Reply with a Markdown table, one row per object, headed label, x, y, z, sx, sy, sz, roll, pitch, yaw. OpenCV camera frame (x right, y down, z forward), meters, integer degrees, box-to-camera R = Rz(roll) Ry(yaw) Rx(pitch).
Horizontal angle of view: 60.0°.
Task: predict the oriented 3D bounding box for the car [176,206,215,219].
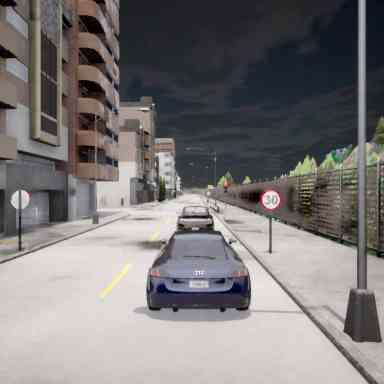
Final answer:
| label | x | y | z | sx | sy | sz | roll | pitch | yaw |
| --- | --- | --- | --- | --- | --- | --- | --- | --- | --- |
| car | 0.184 | 1.491 | 17.690 | 2.128 | 1.511 | 4.902 | 0 | 0 | 1 |

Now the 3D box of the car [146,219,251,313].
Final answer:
| label | x | y | z | sx | sy | sz | roll | pitch | yaw |
| --- | --- | --- | --- | --- | --- | --- | --- | --- | --- |
| car | 0.130 | 1.564 | 7.775 | 1.994 | 1.385 | 4.181 | 0 | 0 | 0 |
